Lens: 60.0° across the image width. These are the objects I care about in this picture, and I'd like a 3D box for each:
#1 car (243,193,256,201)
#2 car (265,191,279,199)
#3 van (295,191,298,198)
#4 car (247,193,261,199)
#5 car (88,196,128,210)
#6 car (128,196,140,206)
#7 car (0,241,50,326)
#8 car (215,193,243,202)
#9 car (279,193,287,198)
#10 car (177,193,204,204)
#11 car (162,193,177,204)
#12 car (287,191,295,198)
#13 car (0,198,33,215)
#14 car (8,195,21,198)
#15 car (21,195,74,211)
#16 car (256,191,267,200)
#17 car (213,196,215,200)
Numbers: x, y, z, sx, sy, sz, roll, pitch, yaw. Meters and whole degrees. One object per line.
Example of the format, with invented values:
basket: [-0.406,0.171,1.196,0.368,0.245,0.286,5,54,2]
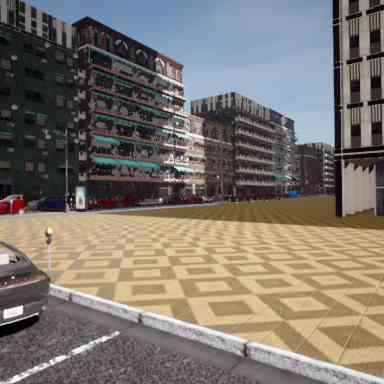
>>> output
car: [9.909,1.042,63.742,1.887,1.381,4.507,-1,0,36]
car: [16.414,0.735,72.678,2.192,1.841,5.009,-1,0,36]
van: [26.176,0.649,86.084,1.690,1.788,3.998,-1,0,36]
car: [16.152,1.033,86.549,1.947,1.339,4.313,-1,0,36]
car: [-9.615,1.180,36.933,1.967,1.590,4.097,-1,0,36]
car: [-9.424,1.288,47.018,1.812,1.442,4.674,-1,0,36]
car: [-4.419,1.551,6.221,4.403,1.369,2.008,0,-1,36]
car: [6.655,1.087,59.274,2.008,1.369,4.403,-1,0,36]
car: [19.670,0.932,77.147,2.008,1.369,4.403,-1,0,36]
car: [0.146,1.056,50.337,1.967,1.590,4.097,-1,0,36]
car: [-3.042,1.034,55.723,2.097,1.767,4.553,-1,0,37]
car: [22.925,0.926,81.615,1.802,1.307,4.206,-1,0,36]
car: [-16.122,1.407,27.996,1.802,1.307,4.206,-1,0,36]
car: [-19.644,1.220,37.399,2.192,1.841,5.009,0,0,36]
car: [-16.253,1.202,37.667,2.097,1.767,4.553,-1,0,36]
car: [13.163,1.040,68.210,1.802,1.307,4.206,-1,0,36]
car: [6.389,1.021,73.144,1.967,1.590,4.097,-1,0,36]
